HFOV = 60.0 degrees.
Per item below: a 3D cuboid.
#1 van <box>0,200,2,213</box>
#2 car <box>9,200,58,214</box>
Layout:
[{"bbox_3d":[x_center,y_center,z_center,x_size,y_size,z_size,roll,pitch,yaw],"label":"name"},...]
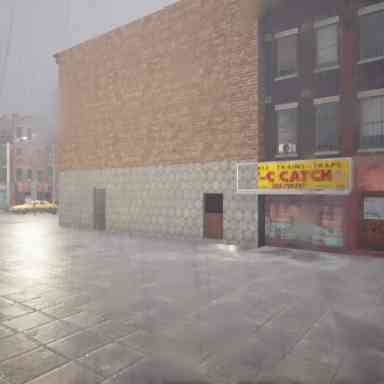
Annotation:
[{"bbox_3d":[-19.760,1.337,30.580,1.690,1.788,3.998,0,0,36],"label":"van"},{"bbox_3d":[-16.588,1.517,35.003,1.752,1.417,4.829,0,0,36],"label":"car"}]
